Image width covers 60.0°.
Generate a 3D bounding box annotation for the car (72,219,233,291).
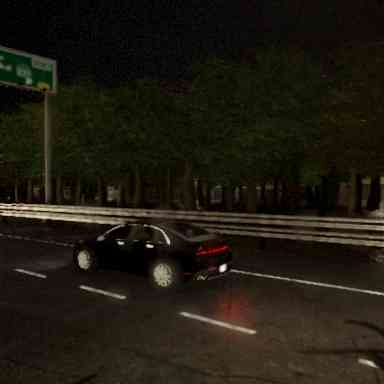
[{"bbox_3d":[-1.261,1.507,9.071,4.892,1.490,1.837,0,0,36],"label":"car"}]
